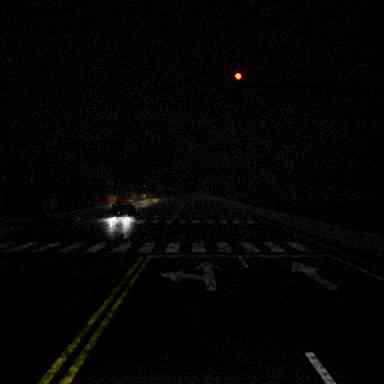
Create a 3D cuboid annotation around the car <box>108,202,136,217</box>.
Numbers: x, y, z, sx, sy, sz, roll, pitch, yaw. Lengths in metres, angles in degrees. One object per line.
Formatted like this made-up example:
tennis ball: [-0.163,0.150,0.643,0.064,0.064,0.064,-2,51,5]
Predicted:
car: [-6.438,1.615,31.074,1.994,1.385,4.181,0,1,0]
